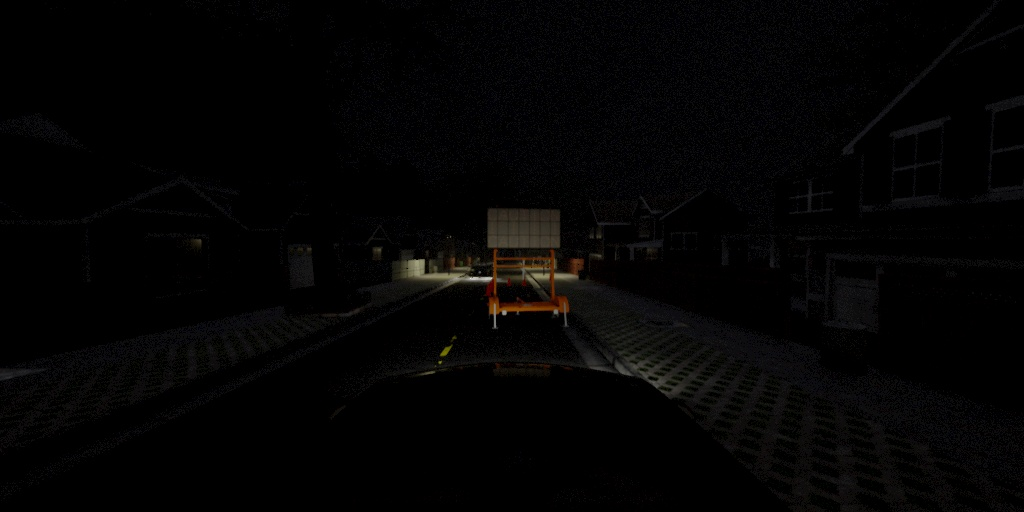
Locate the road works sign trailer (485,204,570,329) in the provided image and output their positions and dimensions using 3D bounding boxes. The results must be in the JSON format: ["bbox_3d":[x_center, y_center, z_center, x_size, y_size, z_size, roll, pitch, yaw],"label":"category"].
[{"bbox_3d":[0.351,0.200,11.334,2.380,3.560,2.880,0,0,-7],"label":"road works sign trailer"}]

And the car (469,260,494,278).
[{"bbox_3d":[-2.883,1.290,33.978,1.994,1.385,4.181,0,0,0],"label":"car"}]
